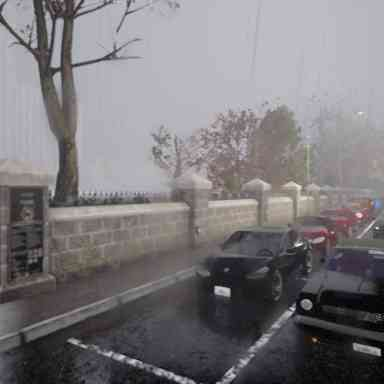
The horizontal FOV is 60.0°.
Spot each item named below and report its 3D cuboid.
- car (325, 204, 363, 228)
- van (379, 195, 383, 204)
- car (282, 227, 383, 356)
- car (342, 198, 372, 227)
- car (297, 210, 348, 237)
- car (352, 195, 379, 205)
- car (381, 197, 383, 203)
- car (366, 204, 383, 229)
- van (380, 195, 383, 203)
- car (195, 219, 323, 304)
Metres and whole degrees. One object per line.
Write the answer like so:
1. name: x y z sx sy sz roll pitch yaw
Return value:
1. car: 7.763 1.547 17.861 1.887 1.381 4.507 0 0 32
2. van: 22.784 1.382 41.670 1.690 1.788 3.998 0 0 32
3. car: 3.288 1.601 5.912 1.895 1.301 4.718 0 0 32
4. car: 10.766 1.449 22.621 1.967 1.590 4.097 0 0 32
5. car: 4.759 1.582 13.101 1.802 1.307 4.206 0 0 32
6. car: 13.770 1.332 27.384 2.192 1.841 5.009 0 0 32
7. car: 43.814 1.701 75.001 1.802 1.307 4.206 0 0 32
8. car: 10.418 1.550 17.028 2.033 1.411 5.357 0 0 32
9. van: 40.810 1.446 70.239 1.690 1.788 3.998 0 0 32
10. car: 1.755 1.566 8.339 1.947 1.339 4.313 0 0 32
